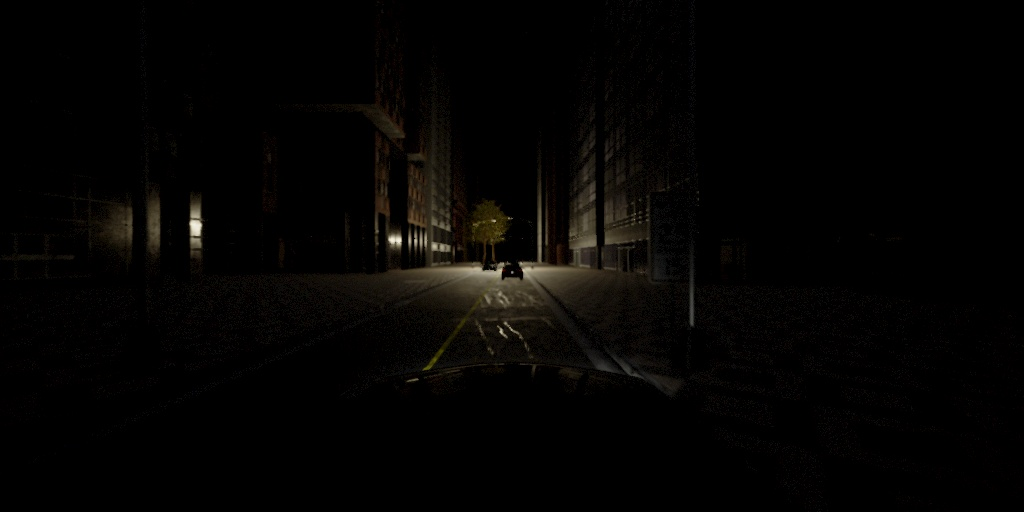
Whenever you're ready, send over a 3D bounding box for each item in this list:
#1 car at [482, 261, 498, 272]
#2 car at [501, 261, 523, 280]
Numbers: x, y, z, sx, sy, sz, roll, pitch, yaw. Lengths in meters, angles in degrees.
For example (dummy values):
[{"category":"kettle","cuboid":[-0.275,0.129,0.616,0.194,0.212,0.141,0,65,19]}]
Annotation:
[{"category":"car","cuboid":[-2.991,1.409,48.945,1.837,1.490,4.892,0,0,0]},{"category":"car","cuboid":[0.019,1.374,32.526,1.994,1.385,4.181,0,0,0]}]
